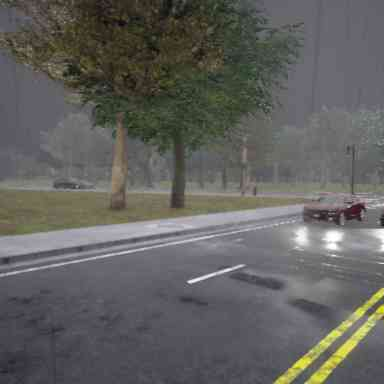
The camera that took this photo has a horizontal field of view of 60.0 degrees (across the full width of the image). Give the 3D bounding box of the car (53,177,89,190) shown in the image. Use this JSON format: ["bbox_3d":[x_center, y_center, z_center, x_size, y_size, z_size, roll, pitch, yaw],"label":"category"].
[{"bbox_3d":[-20.684,-1.407,55.893,5.566,2.045,2.150,1,2,21],"label":"car"}]

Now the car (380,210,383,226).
[{"bbox_3d":[10.856,1.007,16.456,1.994,1.385,4.181,3,3,43],"label":"car"}]

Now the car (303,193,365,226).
[{"bbox_3d":[7.715,0.812,17.853,1.882,1.535,5.008,3,3,43],"label":"car"}]

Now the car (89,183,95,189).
[{"bbox_3d":[-19.422,-1.369,58.890,4.553,1.767,2.097,2,3,21],"label":"car"}]
